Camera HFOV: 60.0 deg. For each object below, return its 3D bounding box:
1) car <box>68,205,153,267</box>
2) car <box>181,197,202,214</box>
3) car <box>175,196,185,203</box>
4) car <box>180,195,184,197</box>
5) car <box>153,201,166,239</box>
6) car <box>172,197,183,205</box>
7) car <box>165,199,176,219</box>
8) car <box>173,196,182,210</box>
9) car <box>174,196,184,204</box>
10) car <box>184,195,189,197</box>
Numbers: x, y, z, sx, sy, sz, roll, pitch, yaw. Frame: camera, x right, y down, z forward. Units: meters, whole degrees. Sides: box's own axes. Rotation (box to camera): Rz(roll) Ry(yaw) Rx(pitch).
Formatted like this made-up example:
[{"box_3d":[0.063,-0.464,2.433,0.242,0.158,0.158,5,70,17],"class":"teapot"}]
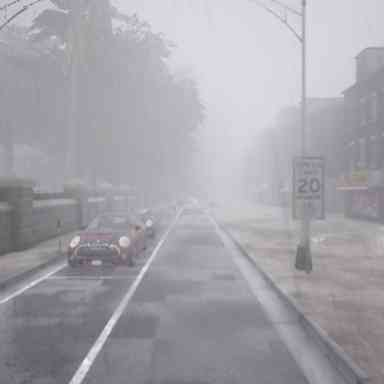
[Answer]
[{"box_3d":[-2.636,1.428,11.182,1.967,1.590,4.097,0,0,0],"class":"car"},{"box_3d":[0.017,1.521,35.707,1.812,1.442,4.674,0,0,0],"class":"car"},{"box_3d":[-2.609,1.655,73.757,1.947,1.339,4.313,-1,0,0],"class":"car"},{"box_3d":[-2.617,1.581,56.691,1.887,1.381,4.507,0,0,0],"class":"car"},{"box_3d":[-2.632,1.426,16.870,1.967,1.590,4.097,0,0,0],"class":"car"},{"box_3d":[-2.614,1.596,62.380,1.887,1.381,4.507,0,0,0],"class":"car"},{"box_3d":[-2.628,1.570,28.248,1.802,1.307,4.206,0,0,0],"class":"car"},{"box_3d":[-2.624,1.551,39.625,2.008,1.369,4.403,0,0,0],"class":"car"},{"box_3d":[-2.612,1.620,68.069,2.008,1.369,4.403,0,0,0],"class":"car"},{"box_3d":[0.042,1.541,47.831,1.812,1.442,4.674,0,0,0],"class":"car"}]
